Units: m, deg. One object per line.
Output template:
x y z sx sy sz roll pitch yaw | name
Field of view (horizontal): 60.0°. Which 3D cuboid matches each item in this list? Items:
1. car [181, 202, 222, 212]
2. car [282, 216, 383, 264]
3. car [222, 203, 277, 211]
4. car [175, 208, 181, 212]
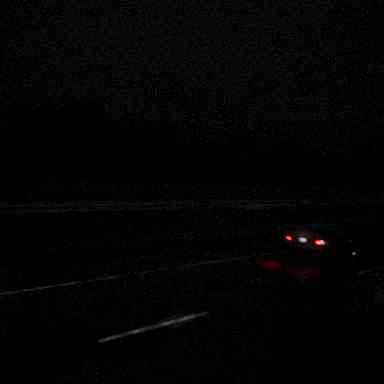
1.779 1.644 26.577 4.718 1.301 1.895 0 0 -35 | car
5.625 1.581 11.980 5.357 1.411 2.033 0 0 -34 | car
4.745 1.574 24.367 4.674 1.442 1.812 0 0 -34 | car
1.031 1.594 30.315 5.357 1.411 2.033 0 0 -35 | car
